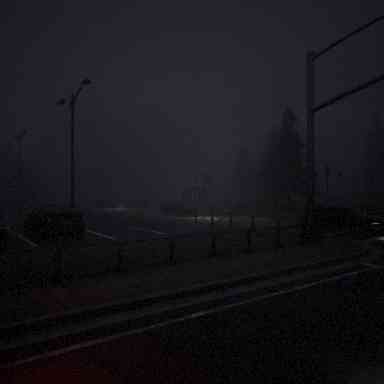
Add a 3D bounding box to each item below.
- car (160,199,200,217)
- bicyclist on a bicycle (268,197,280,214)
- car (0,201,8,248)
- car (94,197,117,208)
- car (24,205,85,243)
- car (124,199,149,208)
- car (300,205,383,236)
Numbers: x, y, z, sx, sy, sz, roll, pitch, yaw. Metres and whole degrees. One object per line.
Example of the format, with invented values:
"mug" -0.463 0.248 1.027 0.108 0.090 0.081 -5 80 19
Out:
"car" -1.246 1.477 32.100 1.882 1.535 5.008 0 0 -36
"bicyclist on a bicycle" 7.949 1.301 32.232 1.656 1.620 0.582 0 0 -36
"car" -8.895 1.331 13.418 2.152 1.636 5.027 0 0 -36
"car" -12.357 1.555 47.328 1.837 1.490 4.892 0 0 -36
"car" -6.383 1.340 15.298 2.007 1.523 4.514 0 0 -36
"car" -7.968 1.601 47.316 1.895 1.301 4.718 0 0 -36
"car" 8.501 1.505 18.877 1.837 1.490 4.892 0 0 -36
